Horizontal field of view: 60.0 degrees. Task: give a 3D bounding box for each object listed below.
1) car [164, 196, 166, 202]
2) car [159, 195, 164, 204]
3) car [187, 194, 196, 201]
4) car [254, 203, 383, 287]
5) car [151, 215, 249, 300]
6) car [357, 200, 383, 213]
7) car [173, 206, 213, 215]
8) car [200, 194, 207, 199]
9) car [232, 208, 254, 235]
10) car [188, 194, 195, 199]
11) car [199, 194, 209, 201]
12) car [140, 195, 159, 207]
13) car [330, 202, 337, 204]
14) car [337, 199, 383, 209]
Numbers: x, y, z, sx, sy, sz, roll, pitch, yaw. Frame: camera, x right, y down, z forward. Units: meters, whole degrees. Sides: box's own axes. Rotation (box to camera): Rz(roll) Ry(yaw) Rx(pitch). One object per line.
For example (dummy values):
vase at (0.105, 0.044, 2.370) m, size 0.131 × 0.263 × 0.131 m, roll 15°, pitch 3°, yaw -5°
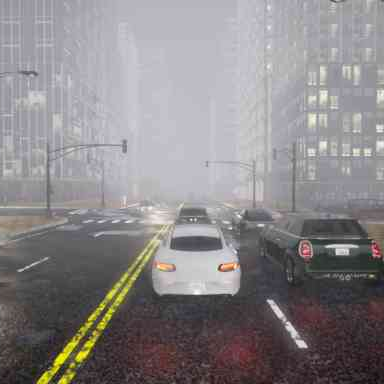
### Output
car at (-6.670, 1.414, 71.520) m, size 1.882 × 1.535 × 5.008 m, roll 0°, pitch 0°, yaw 0°
car at (-6.712, 1.427, 61.146) m, size 1.882 × 1.535 × 5.008 m, roll 0°, pitch 0°, yaw 1°
car at (-0.189, 1.414, 80.393) m, size 1.837 × 1.490 × 4.892 m, roll 0°, pitch 0°, yaw 0°
car at (3.329, 1.348, 9.504) m, size 2.097 × 1.767 × 4.553 m, roll 0°, pitch 0°, yaw 0°
car at (0.083, 1.522, 8.228) m, size 1.812 × 1.442 × 4.674 m, roll 0°, pitch 0°, yaw 0°
car at (21.721, 1.641, 37.941) m, size 4.829 × 1.417 × 1.752 m, roll 1°, pitch 0°, yaw 1°
car at (0.059, 1.495, 17.477) m, size 1.837 × 1.490 × 4.892 m, roll 0°, pitch 0°, yaw 0°
car at (3.036, 1.262, 90.817) m, size 1.812 × 1.442 × 4.674 m, roll 0°, pitch 0°, yaw 0°
car at (3.307, 1.554, 17.890) m, size 1.994 × 1.385 × 4.181 m, roll 0°, pitch 0°, yaw 0°
car at (-0.215, 1.216, 90.810) m, size 1.882 × 1.535 × 5.008 m, roll 0°, pitch 0°, yaw 0°
car at (3.061, 1.392, 80.400) m, size 1.882 × 1.535 × 5.008 m, roll 0°, pitch 0°, yaw 0°
car at (-6.710, 1.526, 50.821) m, size 1.994 × 1.385 × 4.181 m, roll 0°, pitch 0°, yaw 0°
car at (15.072, 1.700, 35.427) m, size 4.718 × 1.301 × 1.895 m, roll 0°, pitch 1°, yaw 0°
car at (16.132, 1.518, 29.641) m, size 5.009 × 1.841 × 2.192 m, roll 1°, pitch 0°, yaw 1°
